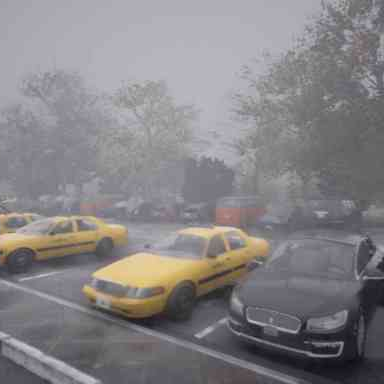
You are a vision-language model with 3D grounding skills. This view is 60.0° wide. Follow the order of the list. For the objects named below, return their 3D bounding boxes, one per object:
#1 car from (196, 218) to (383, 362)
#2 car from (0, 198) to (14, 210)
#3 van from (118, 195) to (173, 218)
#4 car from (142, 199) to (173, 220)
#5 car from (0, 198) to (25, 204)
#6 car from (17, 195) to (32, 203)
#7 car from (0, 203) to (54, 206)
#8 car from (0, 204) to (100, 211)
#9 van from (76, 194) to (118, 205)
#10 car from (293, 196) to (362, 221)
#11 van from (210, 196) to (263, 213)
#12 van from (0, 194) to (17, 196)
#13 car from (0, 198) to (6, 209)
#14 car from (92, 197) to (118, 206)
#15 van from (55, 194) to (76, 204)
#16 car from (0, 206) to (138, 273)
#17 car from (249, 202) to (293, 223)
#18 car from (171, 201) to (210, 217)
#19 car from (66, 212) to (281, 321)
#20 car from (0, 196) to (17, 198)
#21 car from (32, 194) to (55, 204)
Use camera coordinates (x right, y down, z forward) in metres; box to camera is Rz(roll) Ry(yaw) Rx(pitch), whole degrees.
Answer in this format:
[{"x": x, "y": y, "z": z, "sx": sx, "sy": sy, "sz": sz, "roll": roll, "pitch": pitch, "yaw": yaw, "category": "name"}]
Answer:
[{"x": 2.444, "y": 1.539, "z": 6.286, "sx": 2.231, "sy": 1.521, "sz": 4.892, "roll": 0, "pitch": 0, "yaw": 36, "category": "car"}, {"x": -25.784, "y": 1.582, "z": 42.828, "sx": 2.002, "sy": 1.452, "sz": 4.674, "roll": 0, "pitch": 0, "yaw": 36, "category": "car"}, {"x": -3.387, "y": 1.245, "z": 26.501, "sx": 1.878, "sy": 1.987, "sz": 4.442, "roll": 0, "pitch": 0, "yaw": 36, "category": "van"}, {"x": -1.076, "y": 1.499, "z": 25.000, "sx": 2.163, "sy": 1.488, "sz": 4.792, "roll": 0, "pitch": 0, "yaw": 36, "category": "car"}, {"x": -11.033, "y": 1.350, "z": 16.061, "sx": 2.185, "sy": 1.767, "sz": 4.553, "roll": 0, "pitch": 0, "yaw": 36, "category": "car"}, {"x": -14.576, "y": 1.254, "z": 34.691, "sx": 2.435, "sy": 2.045, "sz": 5.566, "roll": 0, "pitch": 0, "yaw": 36, "category": "car"}, {"x": -8.802, "y": 1.476, "z": 14.402, "sx": 2.231, "sy": 1.521, "sz": 4.892, "roll": 0, "pitch": 0, "yaw": 36, "category": "car"}, {"x": -6.447, "y": 1.476, "z": 12.936, "sx": 1.946, "sy": 1.575, "sz": 5.366, "roll": 0, "pitch": 0, "yaw": 36, "category": "car"}, {"x": -7.757, "y": 1.257, "z": 29.939, "sx": 1.878, "sy": 1.987, "sz": 4.442, "roll": 0, "pitch": 0, "yaw": 36, "category": "van"}, {"x": 7.898, "y": 1.265, "z": 18.510, "sx": 2.435, "sy": 2.045, "sz": 5.566, "roll": 0, "pitch": 0, "yaw": 36, "category": "car"}, {"x": 3.360, "y": 1.259, "z": 21.900, "sx": 1.878, "sy": 1.987, "sz": 4.442, "roll": 0, "pitch": 0, "yaw": 36, "category": "van"}, {"x": -23.573, "y": 1.309, "z": 41.375, "sx": 1.878, "sy": 1.987, "sz": 4.442, "roll": 0, "pitch": 0, "yaw": 36, "category": "van"}, {"x": -28.032, "y": 1.549, "z": 44.449, "sx": 2.097, "sy": 1.535, "sz": 5.008, "roll": 0, "pitch": 0, "yaw": 36, "category": "car"}, {"x": -5.578, "y": 1.475, "z": 28.226, "sx": 2.097, "sy": 1.535, "sz": 5.008, "roll": 0, "pitch": 0, "yaw": 36, "category": "car"}, {"x": -10.139, "y": 1.264, "z": 31.373, "sx": 1.878, "sy": 1.987, "sz": 4.442, "roll": 0, "pitch": 0, "yaw": 36, "category": "van"}, {"x": -4.515, "y": 1.487, "z": 11.081, "sx": 1.946, "sy": 1.575, "sz": 5.366, "roll": 0, "pitch": 0, "yaw": 36, "category": "car"}, {"x": 5.620, "y": 1.529, "z": 20.088, "sx": 2.163, "sy": 1.488, "sz": 4.792, "roll": 0, "pitch": 0, "yaw": 36, "category": "car"}, {"x": 1.063, "y": 1.504, "z": 23.453, "sx": 2.163, "sy": 1.488, "sz": 4.792, "roll": 0, "pitch": 0, "yaw": 36, "category": "car"}, {"x": 0.082, "y": 1.519, "z": 7.757, "sx": 1.946, "sy": 1.575, "sz": 5.366, "roll": 0, "pitch": 0, "yaw": 36, "category": "car"}, {"x": -19.053, "y": 1.519, "z": 37.956, "sx": 2.097, "sy": 1.535, "sz": 5.008, "roll": 0, "pitch": 0, "yaw": 36, "category": "car"}, {"x": -12.331, "y": 1.246, "z": 33.068, "sx": 2.435, "sy": 2.045, "sz": 5.566, "roll": 0, "pitch": 0, "yaw": 36, "category": "car"}]
